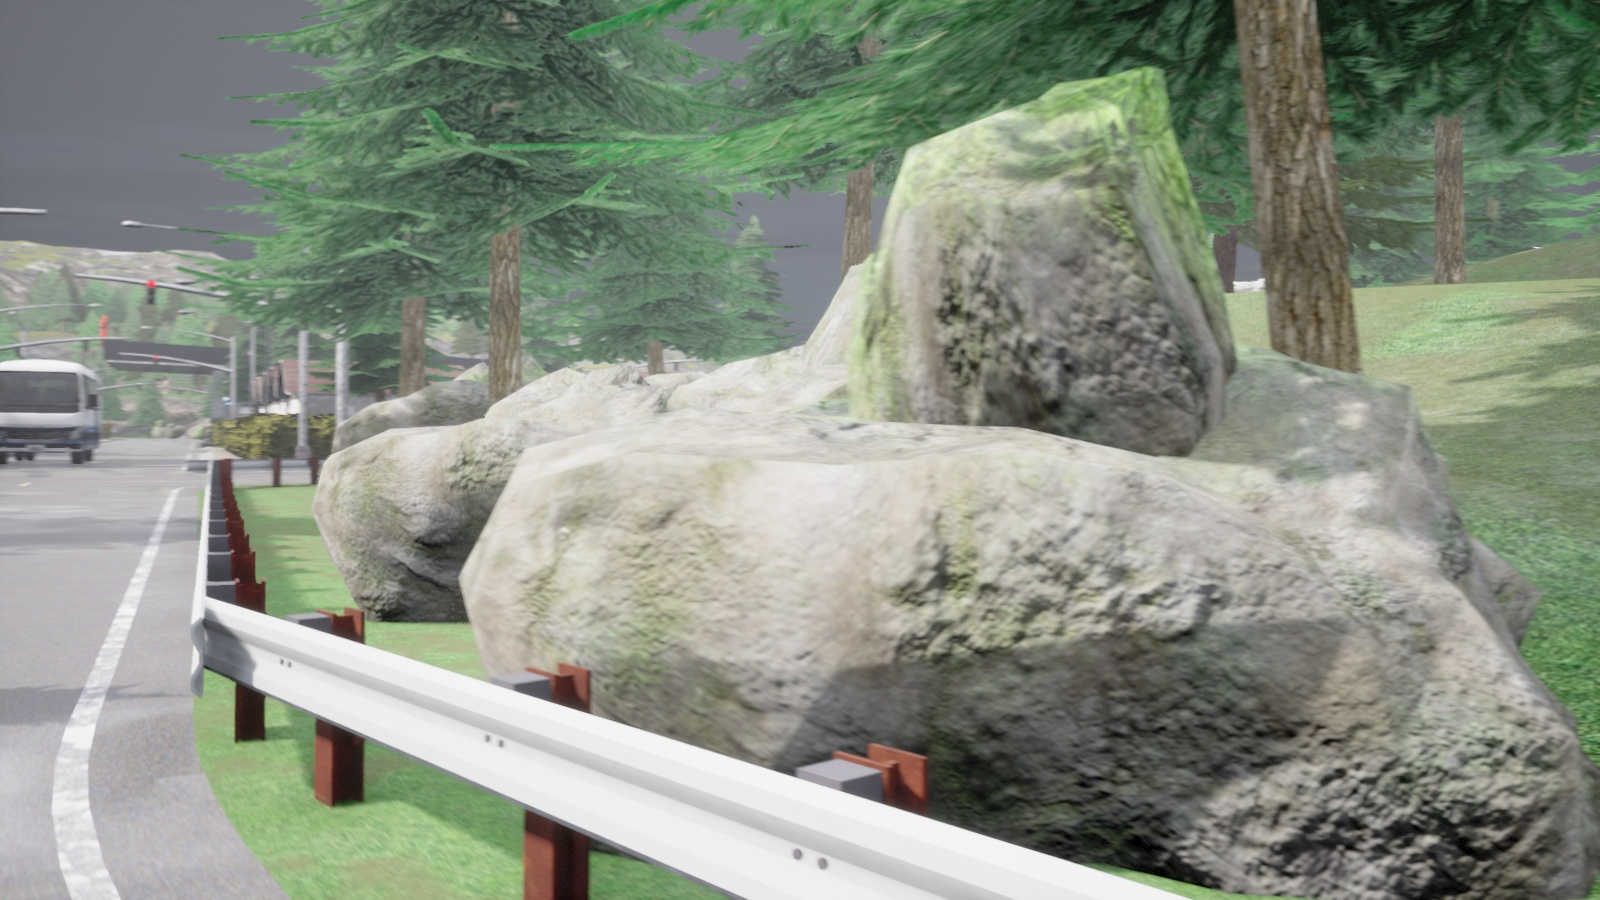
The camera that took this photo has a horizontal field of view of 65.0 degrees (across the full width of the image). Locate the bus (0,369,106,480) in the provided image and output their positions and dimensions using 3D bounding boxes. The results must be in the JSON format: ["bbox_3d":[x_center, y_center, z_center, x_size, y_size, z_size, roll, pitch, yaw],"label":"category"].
[{"bbox_3d":[-31.934,-1.015,53.038,3.944,4.253,10.273,-1,1,-26],"label":"bus"}]
